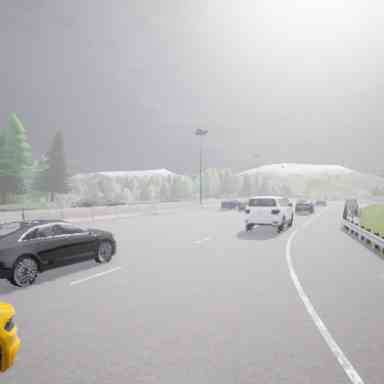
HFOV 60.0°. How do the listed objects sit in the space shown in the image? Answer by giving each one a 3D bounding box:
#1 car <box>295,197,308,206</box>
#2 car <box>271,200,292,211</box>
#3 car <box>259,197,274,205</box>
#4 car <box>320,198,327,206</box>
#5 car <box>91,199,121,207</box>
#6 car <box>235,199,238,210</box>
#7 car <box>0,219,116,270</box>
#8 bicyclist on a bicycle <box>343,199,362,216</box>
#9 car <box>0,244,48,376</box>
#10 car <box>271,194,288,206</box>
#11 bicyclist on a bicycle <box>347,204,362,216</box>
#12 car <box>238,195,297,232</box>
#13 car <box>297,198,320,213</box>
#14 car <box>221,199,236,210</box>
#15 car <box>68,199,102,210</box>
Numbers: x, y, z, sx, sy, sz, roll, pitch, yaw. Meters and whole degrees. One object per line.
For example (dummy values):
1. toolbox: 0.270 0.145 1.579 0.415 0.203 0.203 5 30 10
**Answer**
1. car: 20.969 1.794 63.346 1.812 1.442 4.674 0 0 25
2. car: 11.839 1.746 43.927 1.994 1.385 4.181 0 0 25
3. car: 15.060 1.823 67.227 1.837 1.490 4.892 0 0 25
4. car: 23.076 1.784 59.605 2.033 1.411 5.357 0 0 25
5. car: -11.362 1.768 44.358 2.128 1.511 4.902 0 0 25
6. car: 7.533 1.757 42.988 1.994 1.385 4.181 0 -1 25
7. car: -4.200 1.538 9.605 2.128 1.511 4.902 0 0 25
8. bicyclist on a bicycle: 16.247 1.567 33.667 0.582 1.620 1.656 3 -2 -44
9. car: -3.752 1.498 2.294 1.882 1.535 5.008 0 0 25
10. car: 16.358 1.501 61.772 2.150 2.045 5.566 0 0 25
11. bicyclist on a bicycle: 15.825 1.565 32.768 1.656 1.620 0.582 1 0 18
12. car: 4.920 1.285 20.866 2.150 2.045 5.566 0 0 25
13. car: 13.058 1.634 38.275 2.128 1.511 4.902 0 0 25
14. car: 5.687 1.706 47.296 1.882 1.535 5.008 0 -1 25
15. car: -16.173 1.827 50.586 2.128 1.511 4.902 0 0 25
